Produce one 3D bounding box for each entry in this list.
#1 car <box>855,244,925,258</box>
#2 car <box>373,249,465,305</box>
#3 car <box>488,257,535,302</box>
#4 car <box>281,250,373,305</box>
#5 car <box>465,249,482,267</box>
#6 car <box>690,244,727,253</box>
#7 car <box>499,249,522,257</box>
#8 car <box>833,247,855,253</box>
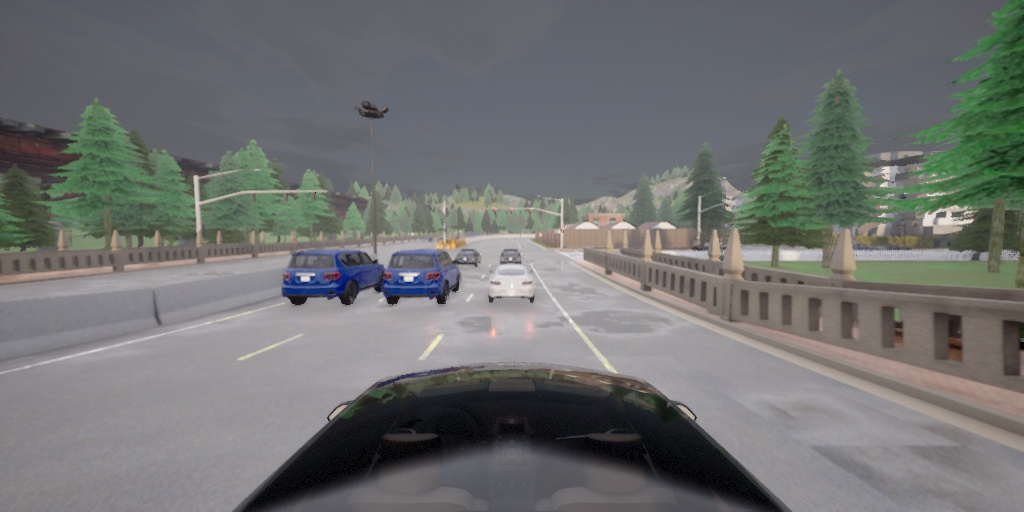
[{"bbox_3d":[40.619,-0.489,38.263,5.357,1.411,2.033,0,4,2],"label":"car"},{"bbox_3d":[-3.527,0.734,14.883,2.150,2.045,5.566,0,3,0],"label":"car"},{"bbox_3d":[-0.027,1.026,15.265,1.812,1.442,4.674,0,3,0],"label":"car"},{"bbox_3d":[-7.027,0.736,14.861,2.150,2.045,5.566,0,3,0],"label":"car"},{"bbox_3d":[-3.610,0.102,29.805,2.033,1.411,5.357,0,4,0],"label":"car"},{"bbox_3d":[25.444,-0.952,45.641,4.718,1.301,1.895,0,4,2],"label":"car"},{"bbox_3d":[-0.110,0.100,29.825,2.033,1.411,5.357,0,4,0],"label":"car"},{"bbox_3d":[40.708,-0.733,41.753,5.357,1.411,2.033,0,4,2],"label":"car"}]
